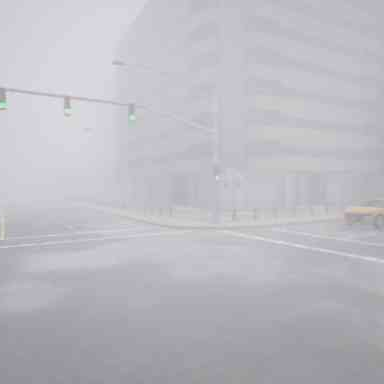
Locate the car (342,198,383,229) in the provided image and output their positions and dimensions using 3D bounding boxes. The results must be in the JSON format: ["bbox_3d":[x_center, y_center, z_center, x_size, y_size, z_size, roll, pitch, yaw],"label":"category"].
[{"bbox_3d":[10.510,1.060,18.505,5.008,1.535,1.882,-1,1,-30],"label":"car"}]
